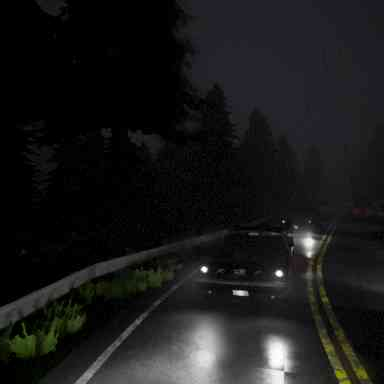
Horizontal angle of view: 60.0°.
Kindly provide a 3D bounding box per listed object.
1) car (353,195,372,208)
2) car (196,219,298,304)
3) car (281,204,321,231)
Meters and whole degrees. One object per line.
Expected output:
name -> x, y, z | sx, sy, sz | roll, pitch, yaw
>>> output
car -> 20.650, 1.058, 40.229 | 2.128, 1.511, 4.902 | -2, 0, 28
car -> 1.593, 1.598, 8.418 | 1.895, 1.301, 4.718 | -1, 0, 18
car -> 6.681, 1.460, 20.056 | 2.033, 1.411, 5.357 | -2, 0, 26
